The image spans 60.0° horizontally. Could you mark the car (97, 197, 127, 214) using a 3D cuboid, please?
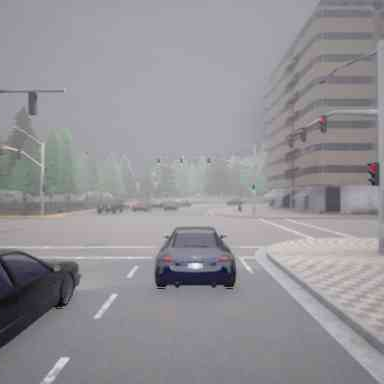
[{"bbox_3d":[-10.479,1.703,43.057,2.150,2.045,5.566,0,-1,2],"label":"car"}]

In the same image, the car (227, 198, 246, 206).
[{"bbox_3d":[10.147,2.194,74.941,4.553,1.767,2.097,0,-1,-37],"label":"car"}]

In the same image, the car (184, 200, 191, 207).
[{"bbox_3d":[-1.787,2.301,65.886,1.994,1.385,4.181,0,-1,28],"label":"car"}]

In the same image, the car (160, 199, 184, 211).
[{"bbox_3d":[-2.954,2.114,50.669,2.033,1.411,5.357,0,-1,7],"label":"car"}]

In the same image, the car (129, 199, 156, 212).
[{"bbox_3d":[-6.908,2.070,46.717,2.033,1.411,5.357,0,-1,2],"label":"car"}]

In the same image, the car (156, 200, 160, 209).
[{"bbox_3d":[-5.457,2.111,56.589,1.882,1.535,5.008,0,-1,15],"label":"car"}]

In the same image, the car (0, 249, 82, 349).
[{"bbox_3d":[-3.424,1.606,5.094,2.033,1.411,5.357,0,-1,0],"label":"car"}]

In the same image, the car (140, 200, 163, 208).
[{"bbox_3d":[-7.449,2.240,61.921,2.033,1.411,5.357,0,-1,21],"label":"car"}]

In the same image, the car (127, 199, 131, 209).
[{"bbox_3d":[-9.673,1.939,52.490,2.097,1.767,4.553,0,-1,8],"label":"car"}]

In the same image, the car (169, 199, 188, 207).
[{"bbox_3d":[-2.844,2.319,71.064,1.812,1.442,4.674,0,-1,34],"label":"car"}]

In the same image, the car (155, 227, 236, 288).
[{"bbox_3d":[0.086,1.671,9.535,1.994,1.385,4.181,0,-1,0],"label":"car"}]
